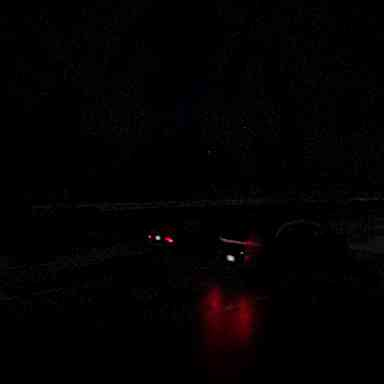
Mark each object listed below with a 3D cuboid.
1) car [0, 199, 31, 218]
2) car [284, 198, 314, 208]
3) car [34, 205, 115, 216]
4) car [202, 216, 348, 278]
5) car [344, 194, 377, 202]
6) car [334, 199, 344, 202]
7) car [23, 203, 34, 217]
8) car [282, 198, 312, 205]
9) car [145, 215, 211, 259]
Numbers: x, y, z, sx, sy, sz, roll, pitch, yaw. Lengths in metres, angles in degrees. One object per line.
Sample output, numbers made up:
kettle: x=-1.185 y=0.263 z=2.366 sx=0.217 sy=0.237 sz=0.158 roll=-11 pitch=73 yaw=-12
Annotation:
car: x=-15.833 y=1.625 z=27.104 sx=5.566 sy=2.045 sz=2.150 roll=0 pitch=-1 yaw=-37
car: x=16.614 y=1.684 z=51.567 sx=4.892 sy=1.490 sz=1.837 roll=0 pitch=-1 yaw=-37
car: x=-8.140 y=1.832 z=24.137 sx=5.357 sy=1.411 sz=2.033 roll=0 pitch=-1 yaw=-37
car: x=2.968 y=1.536 z=10.348 sx=4.902 sy=1.511 sz=2.128 roll=0 pitch=0 yaw=-37
car: x=25.434 y=1.314 z=49.441 sx=5.566 sy=2.045 sz=2.150 roll=0 pitch=-1 yaw=-37
car: x=23.658 y=1.742 z=52.461 sx=4.718 sy=1.301 sz=1.895 roll=0 pitch=-1 yaw=-36
car: x=-10.484 y=1.825 z=26.753 sx=4.902 sy=1.511 sz=2.128 roll=0 pitch=0 yaw=-37
car: x=10.452 y=1.579 z=33.785 sx=4.902 sy=1.511 sz=2.128 roll=-1 pitch=0 yaw=-37
car: x=0.829 y=1.638 z=13.111 sx=5.357 sy=1.411 sz=2.033 roll=0 pitch=0 yaw=-37
